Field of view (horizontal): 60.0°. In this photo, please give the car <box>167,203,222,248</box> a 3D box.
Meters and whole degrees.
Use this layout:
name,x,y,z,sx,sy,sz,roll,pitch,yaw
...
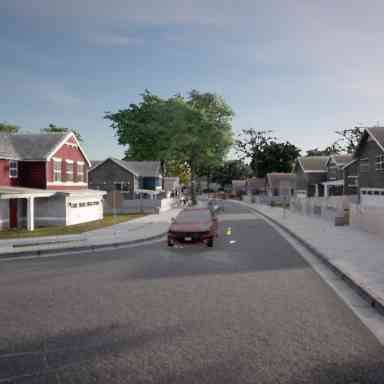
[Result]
name,x,y,z,sx,sy,sz,roll,pitch,yaw
car,0.179,1.499,15.068,1.882,1.535,5.008,0,0,8

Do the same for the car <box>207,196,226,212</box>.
name,x,y,z,sx,sy,sz,roll,pitch,yaw
car,2.888,1.551,39.230,2.128,1.511,4.902,0,0,5

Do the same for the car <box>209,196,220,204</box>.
name,x,y,z,sx,sy,sz,roll,pitch,yaw
car,4.224,1.481,63.592,1.882,1.535,5.008,0,0,1
